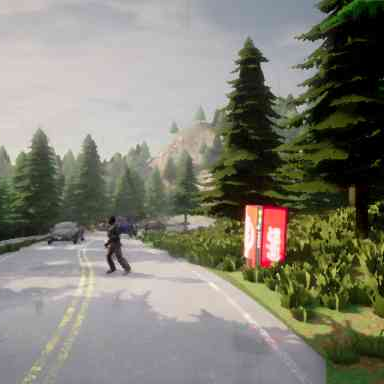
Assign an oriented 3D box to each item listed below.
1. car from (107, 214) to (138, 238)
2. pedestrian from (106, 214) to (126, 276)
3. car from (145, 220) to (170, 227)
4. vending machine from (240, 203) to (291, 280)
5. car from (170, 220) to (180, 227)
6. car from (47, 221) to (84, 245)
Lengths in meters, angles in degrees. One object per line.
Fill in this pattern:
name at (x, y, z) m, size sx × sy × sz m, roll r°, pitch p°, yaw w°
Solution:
car at (-6.351, 3.116, 30.755) m, size 2.150 × 2.045 × 5.566 m, roll 0°, pitch -5°, yaw -3°
pedestrian at (-2.285, 1.560, 9.875) m, size 0.375 × 1.860 × 0.375 m, roll -3°, pitch 1°, yaw -16°
car at (-4.943, 4.603, 45.324) m, size 1.812 × 1.442 × 4.674 m, roll 0°, pitch -5°, yaw 13°
vending machine at (2.126, 1.401, 9.732) m, size 1.100 × 2.100 × 0.880 m, roll 3°, pitch -1°, yaw -14°
car at (-3.620, 5.977, 63.202) m, size 1.812 × 1.442 × 4.674 m, roll 0°, pitch -4°, yaw 15°
car at (-8.856, 2.870, 23.586) m, size 1.837 × 1.490 × 4.892 m, roll -1°, pitch -4°, yaw -10°
